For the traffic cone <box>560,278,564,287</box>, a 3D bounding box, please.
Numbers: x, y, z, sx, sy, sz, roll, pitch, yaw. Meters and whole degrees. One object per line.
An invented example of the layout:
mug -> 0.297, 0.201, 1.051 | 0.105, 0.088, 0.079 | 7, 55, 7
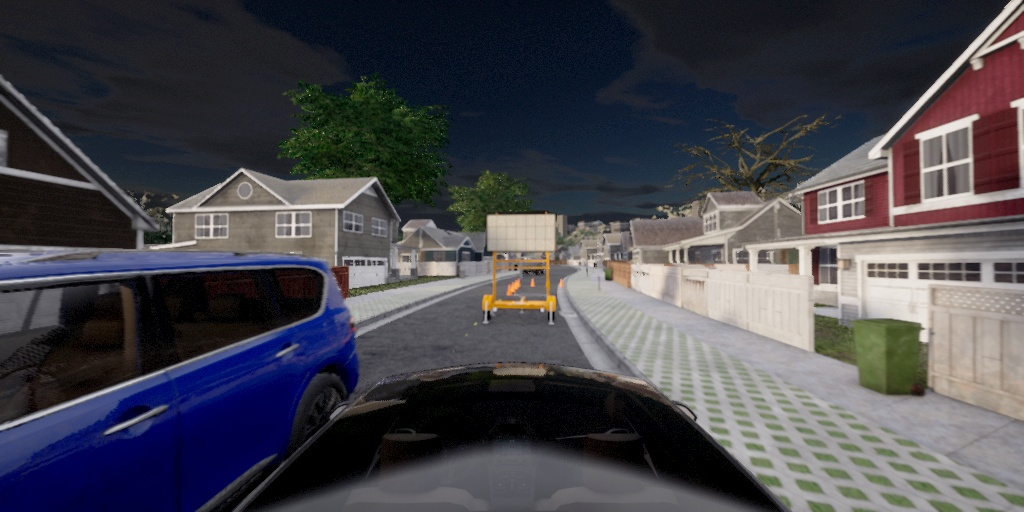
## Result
traffic cone -> 3.443, 1.853, 25.057 | 0.340, 0.580, 0.340 | 0, 0, 6

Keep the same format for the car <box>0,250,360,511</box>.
car -> -2.791, 0.970, 1.796 | 2.150, 2.045, 5.566 | 0, 0, 0

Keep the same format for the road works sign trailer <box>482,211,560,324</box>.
road works sign trailer -> 0.325, 0.277, 12.305 | 2.380, 3.560, 2.880 | 0, 0, 6

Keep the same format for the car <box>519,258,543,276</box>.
car -> 2.332, 1.261, 42.244 | 2.150, 2.045, 5.566 | 0, -1, 14
